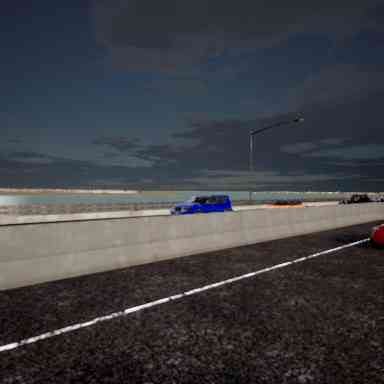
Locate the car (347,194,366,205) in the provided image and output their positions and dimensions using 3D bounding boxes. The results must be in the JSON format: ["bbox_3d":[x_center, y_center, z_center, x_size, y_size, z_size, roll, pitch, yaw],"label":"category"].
[{"bbox_3d":[29.351,1.331,58.654,5.566,2.045,2.150,0,0,-44],"label":"car"}]

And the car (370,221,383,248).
[{"bbox_3d":[9.095,1.602,13.971,1.994,1.385,4.181,0,0,45],"label":"car"}]

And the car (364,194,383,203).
[{"bbox_3d":[31.177,1.609,55.583,4.902,1.511,2.128,0,0,-44],"label":"car"}]

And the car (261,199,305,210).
[{"bbox_3d":[7.606,1.383,27.600,4.553,1.767,2.097,0,0,-45],"label":"car"}]

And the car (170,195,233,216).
[{"bbox_3d":[0.871,1.224,25.831,5.566,2.045,2.150,0,0,-45],"label":"car"}]

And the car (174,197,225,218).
[{"bbox_3d":[0.769,1.354,30.671,4.553,1.767,2.097,0,0,-45],"label":"car"}]
